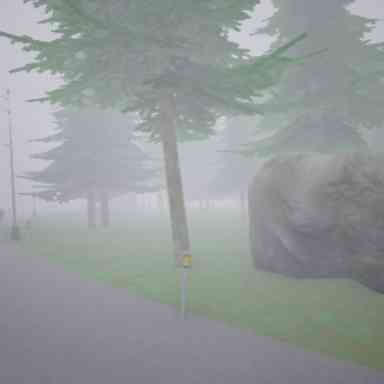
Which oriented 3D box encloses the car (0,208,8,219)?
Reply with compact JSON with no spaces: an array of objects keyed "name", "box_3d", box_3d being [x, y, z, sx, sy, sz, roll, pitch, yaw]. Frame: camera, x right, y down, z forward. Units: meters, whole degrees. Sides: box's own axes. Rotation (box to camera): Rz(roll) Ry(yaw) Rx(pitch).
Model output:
[{"name":"car","box_3d":[-21.807,2.295,36.157,2.128,1.511,4.902,-4,-1,-9]}]
